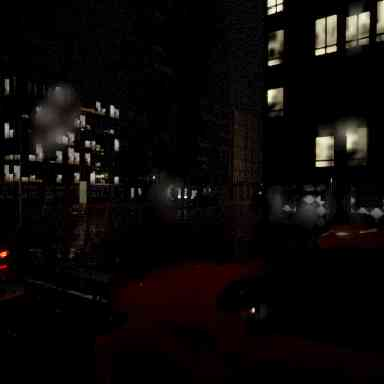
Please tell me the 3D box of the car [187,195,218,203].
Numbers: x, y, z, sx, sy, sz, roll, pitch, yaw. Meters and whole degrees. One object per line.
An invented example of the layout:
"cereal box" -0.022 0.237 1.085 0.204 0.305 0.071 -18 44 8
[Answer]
"car" 1.595 1.389 47.942 2.150 2.045 5.566 1 0 37

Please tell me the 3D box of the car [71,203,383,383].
"car" 1.707 1.222 2.468 5.566 2.045 2.150 0 0 35

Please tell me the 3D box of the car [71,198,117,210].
"car" -9.625 1.431 32.885 2.097 1.767 4.553 1 0 37

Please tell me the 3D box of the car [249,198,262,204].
"car" 11.548 1.793 56.003 2.033 1.411 5.357 1 0 37

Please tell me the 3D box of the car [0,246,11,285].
"car" -6.195 1.522 8.086 4.674 1.442 1.812 0 0 35
